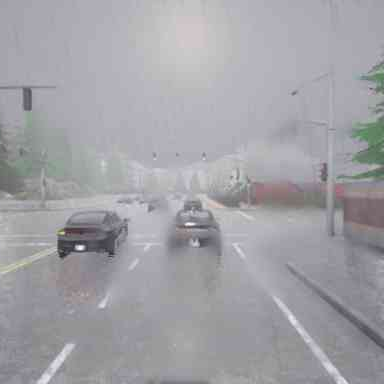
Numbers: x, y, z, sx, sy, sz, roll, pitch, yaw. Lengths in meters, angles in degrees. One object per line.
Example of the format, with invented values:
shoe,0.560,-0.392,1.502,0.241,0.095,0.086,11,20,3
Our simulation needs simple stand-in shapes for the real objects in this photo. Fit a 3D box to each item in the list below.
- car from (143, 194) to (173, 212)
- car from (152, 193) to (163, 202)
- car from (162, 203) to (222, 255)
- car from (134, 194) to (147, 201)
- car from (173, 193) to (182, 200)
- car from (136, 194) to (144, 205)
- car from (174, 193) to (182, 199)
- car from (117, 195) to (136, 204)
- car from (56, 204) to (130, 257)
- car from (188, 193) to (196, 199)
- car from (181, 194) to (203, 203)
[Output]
car,-3.409,1.272,34.594,2.128,1.511,4.902,0,0,0
car,-7.014,1.083,68.071,1.882,1.535,5.008,0,1,0
car,0.091,1.416,12.893,2.128,1.511,4.902,0,0,0
car,-10.513,1.128,68.347,1.812,1.442,4.674,0,0,0
car,-3.515,1.095,76.594,2.033,1.411,5.357,0,0,0
car,-7.082,1.297,52.295,1.895,1.301,4.718,0,0,0
car,-3.517,0.908,86.101,1.812,1.442,4.674,0,0,0
car,-10.580,1.220,52.666,1.812,1.442,4.674,0,0,0
car,-3.573,1.431,12.608,1.837,1.490,4.892,0,1,-3
car,-0.017,0.923,86.102,2.033,1.411,5.357,0,0,0
car,0.091,1.282,34.755,1.837,1.490,4.892,0,0,0
